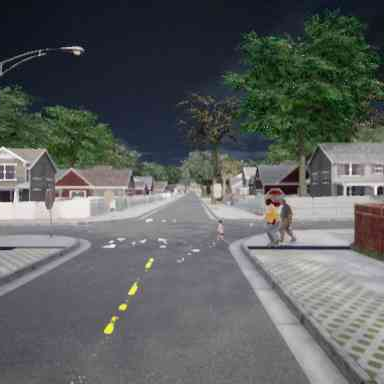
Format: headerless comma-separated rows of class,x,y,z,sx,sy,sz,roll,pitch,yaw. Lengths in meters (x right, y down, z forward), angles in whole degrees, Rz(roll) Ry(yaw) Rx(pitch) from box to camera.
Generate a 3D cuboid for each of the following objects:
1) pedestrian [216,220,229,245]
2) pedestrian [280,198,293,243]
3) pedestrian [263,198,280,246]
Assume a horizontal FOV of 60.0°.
pedestrian,1.235,1.657,13.991,0.500,1.100,0.500,0,0,0
pedestrian,3.731,1.127,13.376,0.375,1.860,0.375,0,0,0
pedestrian,3.062,1.126,12.779,0.375,1.860,0.375,0,0,0
